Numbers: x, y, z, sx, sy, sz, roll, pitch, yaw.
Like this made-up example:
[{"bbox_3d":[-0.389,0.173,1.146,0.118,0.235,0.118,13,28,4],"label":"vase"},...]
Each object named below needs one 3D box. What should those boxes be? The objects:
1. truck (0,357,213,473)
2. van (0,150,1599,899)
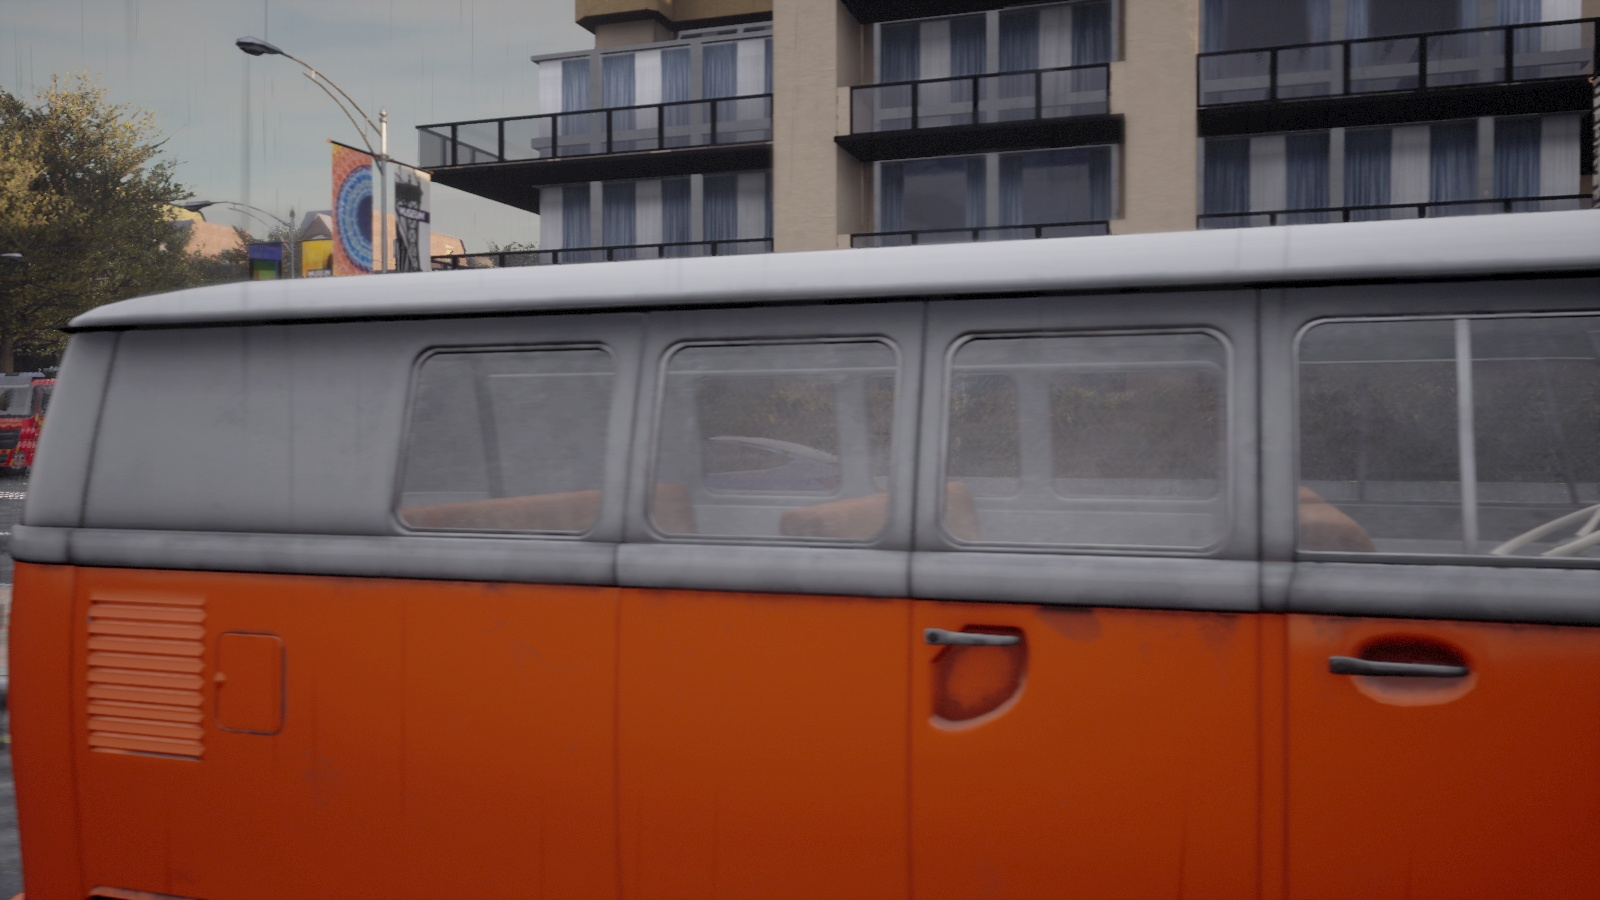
[{"bbox_3d":[-25.876,-1.233,45.996,2.891,3.827,8.468,1,1,18],"label":"truck"},{"bbox_3d":[0.301,0.530,3.088,4.442,1.987,1.775,1,1,19],"label":"van"}]
